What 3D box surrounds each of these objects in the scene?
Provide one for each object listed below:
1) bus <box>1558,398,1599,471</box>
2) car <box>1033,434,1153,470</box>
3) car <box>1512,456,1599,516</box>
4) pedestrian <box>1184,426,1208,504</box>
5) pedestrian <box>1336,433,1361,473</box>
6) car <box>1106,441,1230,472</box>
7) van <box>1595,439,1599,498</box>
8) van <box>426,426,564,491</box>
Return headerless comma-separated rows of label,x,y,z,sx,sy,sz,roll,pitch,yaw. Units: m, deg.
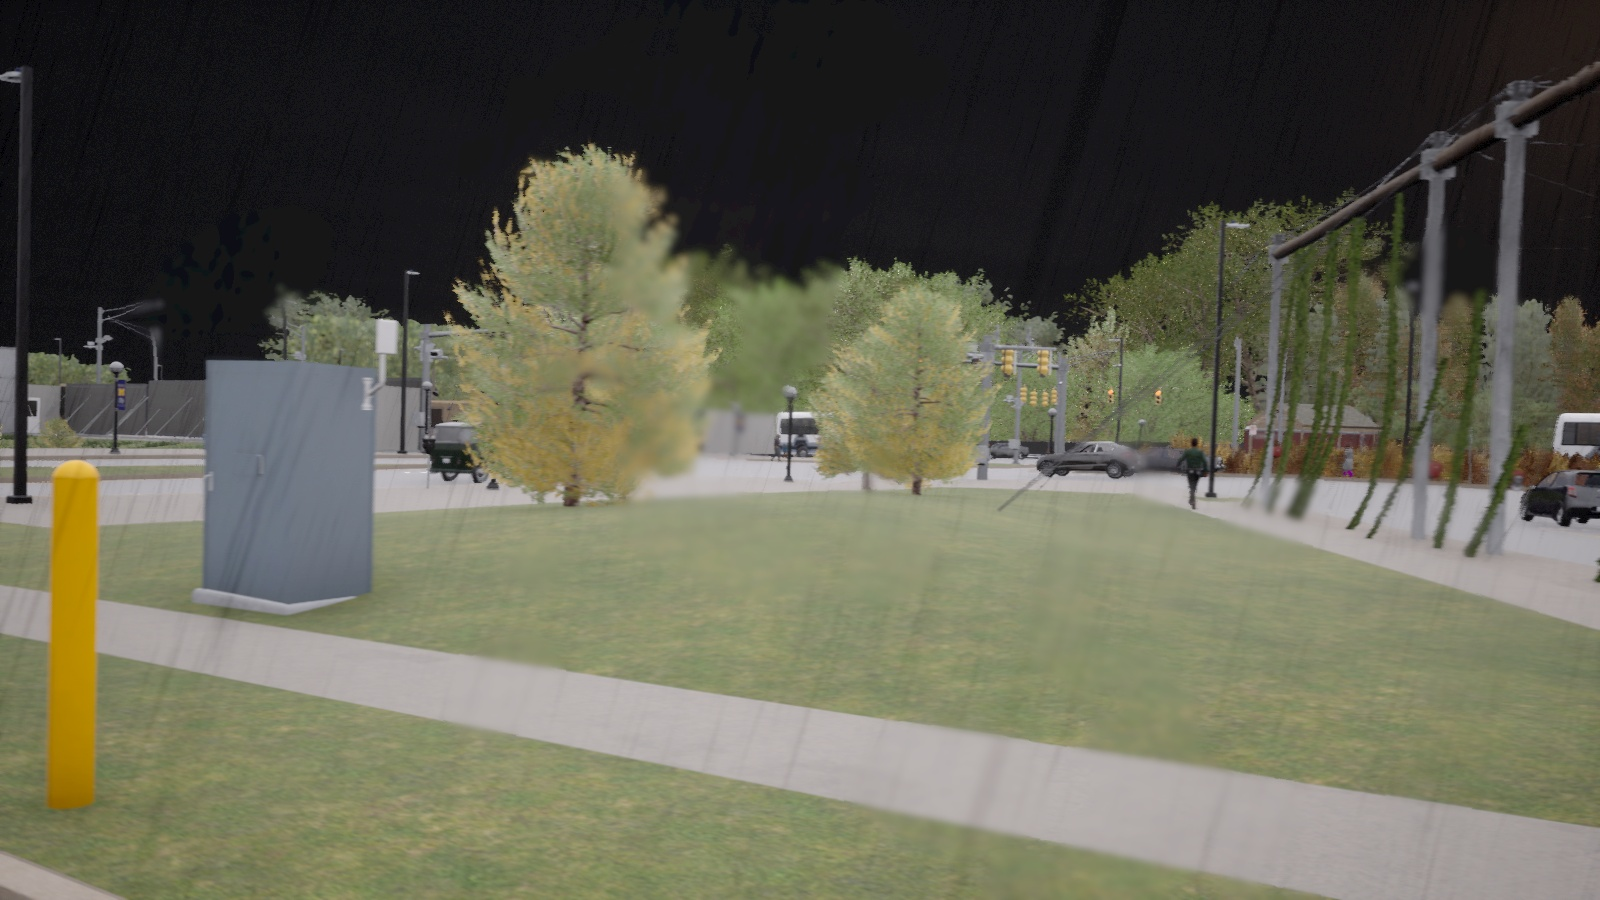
bus,50.389,-0.866,72.814,3.944,4.253,10.273,-1,2,-45
car,13.669,0.078,58.713,5.027,1.651,2.152,0,1,33
car,21.031,0.945,34.084,1.845,1.501,3.633,1,1,11
pedestrian,10.083,0.377,31.980,0.423,1.949,0.788,1,2,8
pedestrian,27.059,0.130,61.941,0.873,1.952,0.659,3,2,45
car,17.684,0.283,60.443,5.357,1.411,2.033,0,1,33
van,28.985,0.602,41.387,4.442,1.987,1.775,0,0,22
van,-10.107,0.228,41.967,1.775,1.987,4.442,1,2,34
